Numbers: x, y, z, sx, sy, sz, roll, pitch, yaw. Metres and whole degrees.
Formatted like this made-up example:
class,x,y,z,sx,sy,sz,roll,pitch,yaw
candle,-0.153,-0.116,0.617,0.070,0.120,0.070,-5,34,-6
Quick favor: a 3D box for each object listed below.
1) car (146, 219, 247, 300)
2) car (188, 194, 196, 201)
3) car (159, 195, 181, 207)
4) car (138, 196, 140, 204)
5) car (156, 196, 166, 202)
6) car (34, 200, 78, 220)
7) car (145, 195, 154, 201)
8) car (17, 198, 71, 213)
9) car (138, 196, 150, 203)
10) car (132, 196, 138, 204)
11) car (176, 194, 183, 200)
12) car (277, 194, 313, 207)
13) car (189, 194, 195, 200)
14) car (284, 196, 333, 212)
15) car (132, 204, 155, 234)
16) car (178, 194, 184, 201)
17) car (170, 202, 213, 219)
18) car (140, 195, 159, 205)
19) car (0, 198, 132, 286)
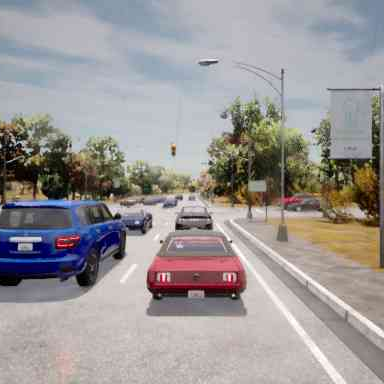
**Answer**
class,x,y,z,sx,sy,sz,roll,pitch,yaw
car,0.104,1.599,8.353,1.895,1.301,4.718,0,0,0
car,0.011,1.519,85.090,2.033,1.411,5.357,0,0,0
car,-3.251,1.539,50.247,2.033,1.411,5.357,0,0,1
car,-10.538,1.515,63.805,1.812,1.442,4.674,0,0,1
car,-6.990,1.582,75.772,1.895,1.301,4.718,0,0,0
car,-11.773,1.473,28.610,1.882,1.535,5.008,2,-1,-42
car,-10.489,1.509,82.558,1.812,1.442,4.674,0,0,0
car,-16.105,1.486,36.361,4.902,1.511,2.128,0,0,-4
car,-10.490,1.540,72.530,1.994,1.385,4.181,0,0,0
car,-10.580,1.592,54.771,1.895,1.301,4.718,0,0,0
car,-3.487,1.366,95.509,1.837,1.490,4.892,0,0,0
car,13.448,1.214,41.382,5.566,2.045,2.150,0,0,4
car,0.013,1.344,95.509,1.882,1.535,5.008,0,0,0
car,13.401,1.498,37.865,4.892,1.490,1.837,0,0,3
car,-3.398,1.598,19.261,1.895,1.301,4.718,0,0,0
car,-3.488,1.479,85.090,1.837,1.490,4.892,0,0,0
car,0.103,1.488,17.623,2.128,1.511,4.902,0,0,0
car,-7.074,1.516,56.137,1.812,1.442,4.674,0,0,0
car,-3.403,1.220,9.507,2.150,2.045,5.566,0,0,0
